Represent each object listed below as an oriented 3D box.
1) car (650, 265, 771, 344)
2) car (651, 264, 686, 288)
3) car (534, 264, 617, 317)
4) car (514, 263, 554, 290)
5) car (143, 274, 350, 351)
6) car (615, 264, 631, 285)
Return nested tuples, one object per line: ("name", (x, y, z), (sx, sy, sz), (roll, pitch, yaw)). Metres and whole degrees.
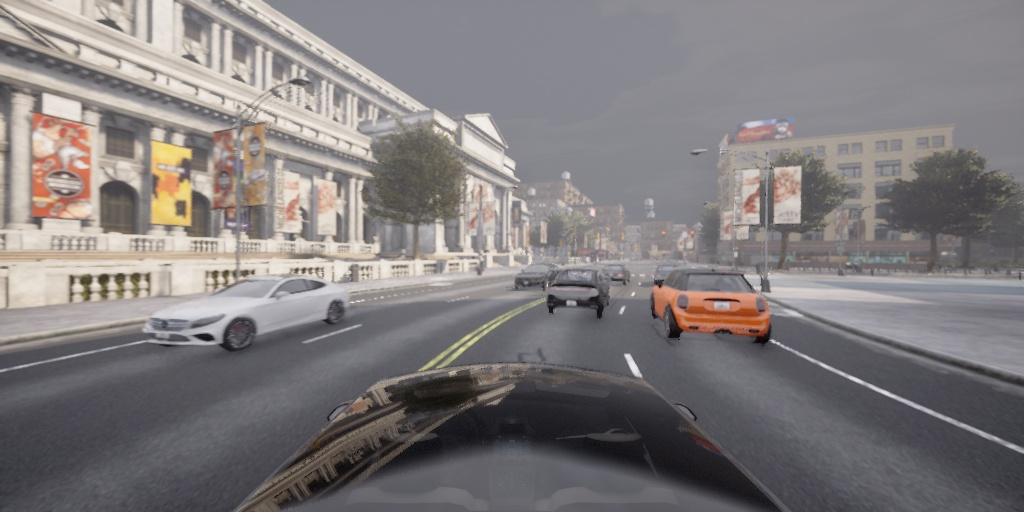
("car", (5.187, 1.118, 10.007), (2.097, 1.767, 4.553), (1, 0, 15))
("car", (10.977, 1.313, 25.312), (2.033, 1.411, 5.357), (1, 0, 22))
("car", (2.564, 1.226, 13.231), (2.128, 1.511, 4.902), (1, 0, 18))
("car", (1.723, 1.177, 21.592), (1.882, 1.535, 5.008), (1, 0, 23))
("car", (-6.053, 1.200, 8.970), (1.812, 1.442, 4.674), (0, 0, 12))
("car", (7.494, 1.281, 26.042), (2.033, 1.411, 5.357), (1, 0, 22))
